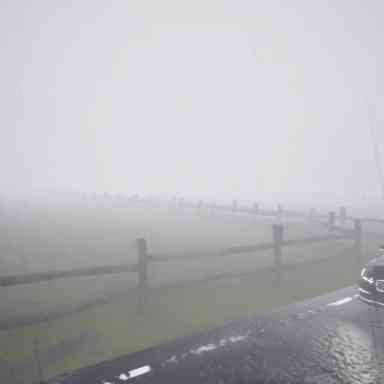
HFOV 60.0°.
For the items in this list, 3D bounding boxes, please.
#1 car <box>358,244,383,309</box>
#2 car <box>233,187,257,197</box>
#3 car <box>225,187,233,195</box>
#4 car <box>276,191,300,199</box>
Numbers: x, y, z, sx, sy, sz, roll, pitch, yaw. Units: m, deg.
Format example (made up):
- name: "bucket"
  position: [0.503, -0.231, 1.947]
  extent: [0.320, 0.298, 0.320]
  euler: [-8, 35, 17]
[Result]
- name: "car"
  position: [5.372, 1.512, 6.898]
  extent: [4.892, 1.490, 1.837]
  euler: [0, 0, -35]
- name: "car"
  position: [11.404, 0.247, 69.466]
  extent: [1.882, 1.535, 5.008]
  euler: [1, 1, -35]
- name: "car"
  position: [9.846, -0.041, 76.488]
  extent: [2.150, 2.045, 5.566]
  euler: [1, 1, -35]
- name: "car"
  position: [18.470, 0.625, 64.166]
  extent: [2.128, 1.511, 4.902]
  euler: [1, 1, -35]
